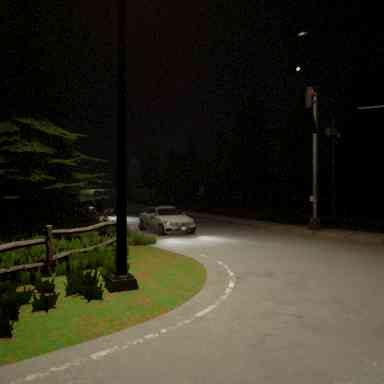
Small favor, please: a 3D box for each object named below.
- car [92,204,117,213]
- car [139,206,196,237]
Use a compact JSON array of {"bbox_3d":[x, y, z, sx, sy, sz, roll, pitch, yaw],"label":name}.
[{"bbox_3d":[-8.315,1.465,32.654,2.128,1.511,4.902,0,0,-24],"label":"car"},{"bbox_3d":[-1.502,1.499,18.191,1.812,1.442,4.674,0,0,-29],"label":"car"}]
